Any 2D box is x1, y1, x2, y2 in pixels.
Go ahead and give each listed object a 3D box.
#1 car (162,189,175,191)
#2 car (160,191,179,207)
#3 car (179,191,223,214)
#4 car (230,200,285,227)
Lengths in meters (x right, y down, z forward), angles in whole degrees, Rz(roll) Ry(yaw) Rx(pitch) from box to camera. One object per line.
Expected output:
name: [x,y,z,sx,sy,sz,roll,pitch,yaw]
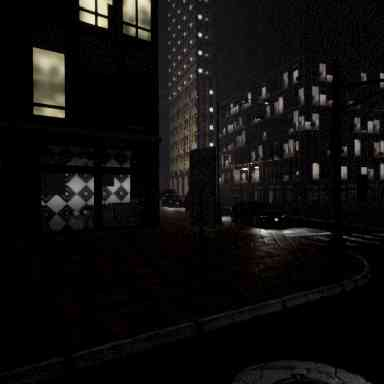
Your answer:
car: [-4.035,0.537,54.629,2.150,2.045,5.566,-1,1,-18]
car: [-2.395,1.036,40.667,1.837,1.490,4.892,-1,1,-18]
car: [0.900,0.895,30.939,2.150,2.045,5.566,-1,1,-19]
car: [4.102,1.316,21.531,1.837,1.490,4.892,-1,1,-19]
